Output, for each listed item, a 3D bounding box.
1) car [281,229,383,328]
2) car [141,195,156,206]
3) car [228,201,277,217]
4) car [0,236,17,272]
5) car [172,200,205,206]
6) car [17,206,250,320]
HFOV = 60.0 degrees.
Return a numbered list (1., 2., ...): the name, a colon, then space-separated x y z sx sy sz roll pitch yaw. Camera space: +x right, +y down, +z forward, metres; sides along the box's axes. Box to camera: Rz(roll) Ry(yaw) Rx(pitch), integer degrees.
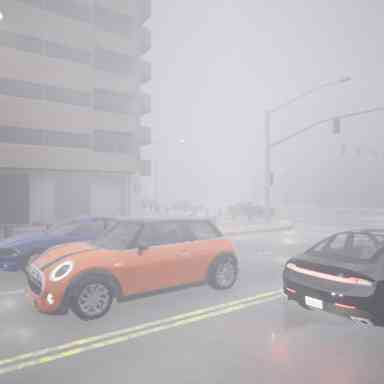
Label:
1. car: 3.876 1.492 6.511 4.902 1.511 2.128 0 0 -35
2. car: -6.940 1.296 48.636 2.097 1.767 4.553 0 0 -34
3. car: 5.494 1.545 30.774 1.895 1.301 4.718 0 0 -35
4. car: -3.201 1.477 10.287 5.008 1.535 1.882 0 0 -35
5. car: -0.403 1.545 39.148 1.895 1.301 4.718 0 0 -35
6. car: -1.157 1.352 7.445 4.553 1.767 2.097 0 0 -35
